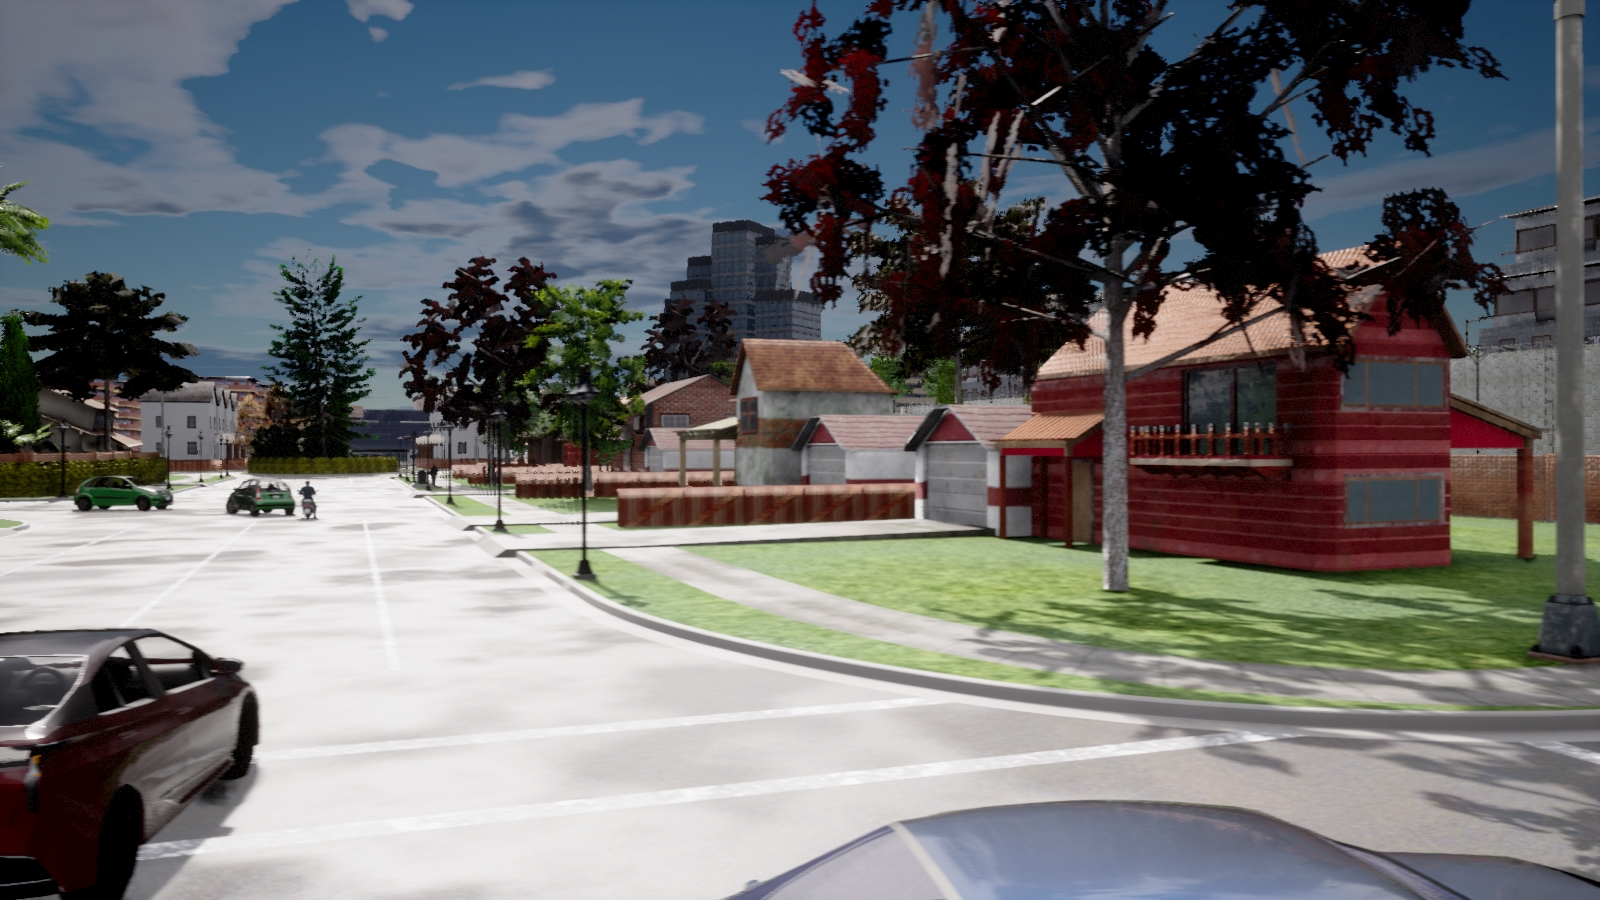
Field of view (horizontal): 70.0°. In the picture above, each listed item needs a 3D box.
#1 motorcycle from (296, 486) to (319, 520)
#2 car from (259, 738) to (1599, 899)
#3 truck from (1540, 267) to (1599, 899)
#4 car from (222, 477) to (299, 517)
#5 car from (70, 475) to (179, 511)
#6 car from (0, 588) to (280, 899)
[{"bbox_3d":[-20.298,2.174,47.117,0.856,1.341,1.805,0,0,-22],"label":"motorcycle"},{"bbox_3d":[0.949,2.098,4.091,5.357,1.411,2.033,0,0,-9],"label":"car"},{"bbox_3d":[8.819,0.873,6.759,8.468,3.827,2.891,0,0,-20],"label":"truck"},{"bbox_3d":[-23.926,2.051,50.610,1.851,1.617,3.988,0,0,-45],"label":"car"},{"bbox_3d":[-31.475,1.997,53.282,3.988,1.617,1.851,0,0,0],"label":"car"},{"bbox_3d":[-5.341,2.041,8.224,2.007,1.525,4.514,0,0,-12],"label":"car"}]
